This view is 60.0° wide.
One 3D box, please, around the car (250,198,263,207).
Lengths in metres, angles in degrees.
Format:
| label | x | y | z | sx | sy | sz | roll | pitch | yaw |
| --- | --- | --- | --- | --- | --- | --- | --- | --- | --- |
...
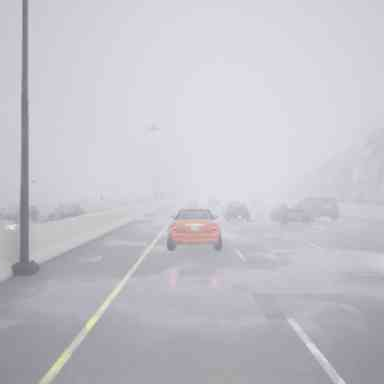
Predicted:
| label | x | y | z | sx | sy | sz | roll | pitch | yaw |
| --- | --- | --- | --- | --- | --- | --- | --- | --- | --- |
| car | 10.644 | 1.750 | 55.912 | 2.128 | 1.511 | 4.902 | 0 | 0 | 0 |

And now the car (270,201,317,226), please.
| label | x | y | z | sx | sy | sz | roll | pitch | yaw |
| --- | --- | --- | --- | --- | --- | --- | --- | --- | --- |
| car | 7.121 | 1.607 | 24.606 | 2.128 | 1.511 | 4.902 | 0 | 0 | 0 |

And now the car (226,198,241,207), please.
| label | x | y | z | sx | sy | sz | roll | pitch | yaw |
| --- | --- | --- | --- | --- | --- | --- | --- | --- | --- |
| car | 7.146 | 1.829 | 57.882 | 1.994 | 1.385 | 4.181 | 0 | 0 | 0 |

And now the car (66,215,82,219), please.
| label | x | y | z | sx | sy | sz | roll | pitch | yaw |
| --- | --- | --- | --- | --- | --- | --- | --- | --- | --- |
| car | -10.560 | 1.651 | 28.474 | 1.812 | 1.442 | 4.674 | 0 | 0 | 0 |

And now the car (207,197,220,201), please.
| label | x | y | z | sx | sy | sz | roll | pitch | yaw |
| --- | --- | --- | --- | --- | --- | --- | --- | --- | --- |
| car | 3.646 | 1.609 | 56.551 | 2.097 | 1.767 | 4.553 | 0 | 0 | 0 |

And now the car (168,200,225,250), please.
| label | x | y | z | sx | sy | sz | roll | pitch | yaw |
| --- | --- | --- | --- | --- | --- | --- | --- | --- | --- |
| car | 0.112 | 1.419 | 14.886 | 2.097 | 1.767 | 4.553 | 0 | 0 | 0 |

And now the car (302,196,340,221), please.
| label | x | y | z | sx | sy | sz | roll | pitch | yaw |
| --- | --- | --- | --- | --- | --- | --- | --- | --- | --- |
| car | 10.625 | 1.357 | 28.594 | 2.150 | 2.045 | 5.566 | 0 | 0 | 0 |

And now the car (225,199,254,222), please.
| label | x | y | z | sx | sy | sz | roll | pitch | yaw |
| --- | --- | --- | --- | --- | --- | --- | --- | --- | --- |
| car | 3.623 | 1.633 | 27.660 | 1.837 | 1.490 | 4.892 | 0 | 0 | 0 |
